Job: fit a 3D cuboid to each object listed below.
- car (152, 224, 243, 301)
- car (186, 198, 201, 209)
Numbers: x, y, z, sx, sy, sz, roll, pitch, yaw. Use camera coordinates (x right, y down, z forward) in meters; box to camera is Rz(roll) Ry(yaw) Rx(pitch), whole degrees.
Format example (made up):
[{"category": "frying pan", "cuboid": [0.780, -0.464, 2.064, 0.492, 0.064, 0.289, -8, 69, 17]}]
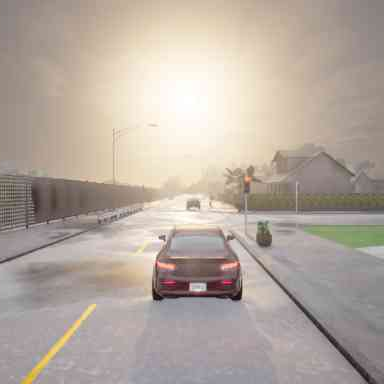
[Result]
[{"category": "car", "cuboid": [0.110, 1.526, 8.217, 1.812, 1.442, 4.674, 0, 0, 0]}, {"category": "car", "cuboid": [0.192, 1.505, 44.092, 1.837, 1.490, 4.892, 0, 0, 0]}]
